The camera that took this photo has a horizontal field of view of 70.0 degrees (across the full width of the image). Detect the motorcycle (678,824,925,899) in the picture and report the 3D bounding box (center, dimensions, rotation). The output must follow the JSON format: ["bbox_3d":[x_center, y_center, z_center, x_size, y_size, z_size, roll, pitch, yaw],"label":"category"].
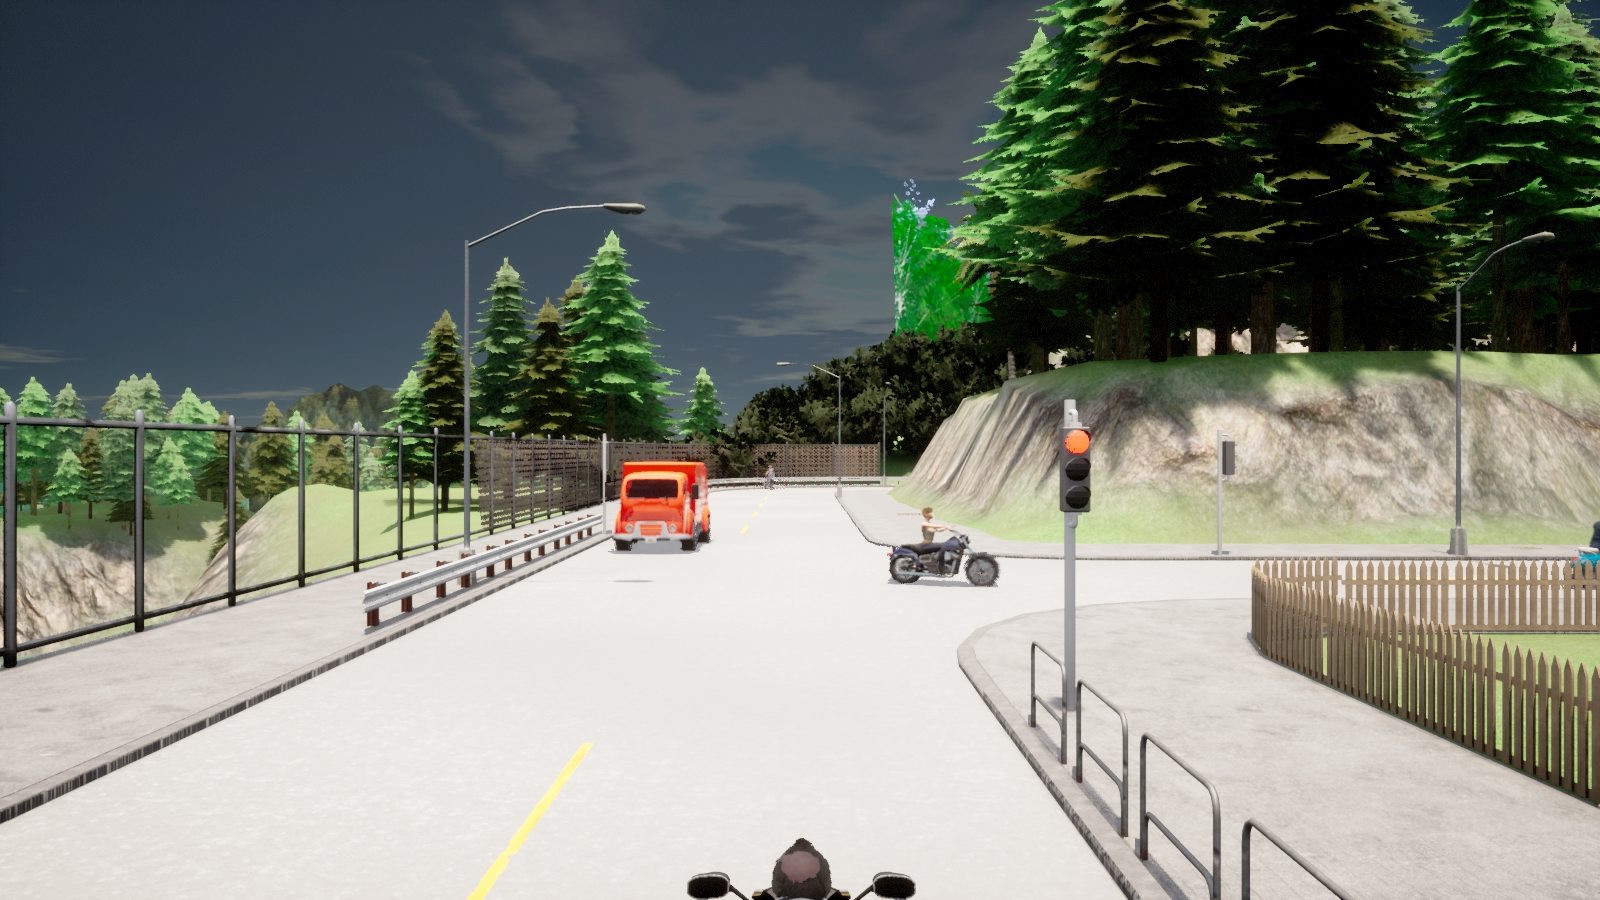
[{"bbox_3d":[0.004,2.205,3.723,0.867,1.251,2.209,0,0,0],"label":"motorcycle"}]

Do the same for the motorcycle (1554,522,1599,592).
[{"bbox_3d":[16.380,2.142,23.021,1.805,1.316,0.856,0,0,1],"label":"motorcycle"}]

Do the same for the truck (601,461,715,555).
[{"bbox_3d":[-3.966,1.572,32.971,2.627,2.467,5.204,0,0,0],"label":"truck"}]

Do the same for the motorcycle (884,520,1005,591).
[{"bbox_3d":[2.971,2.155,23.576,2.356,1.307,0.764,0,0,23],"label":"motorcycle"}]
